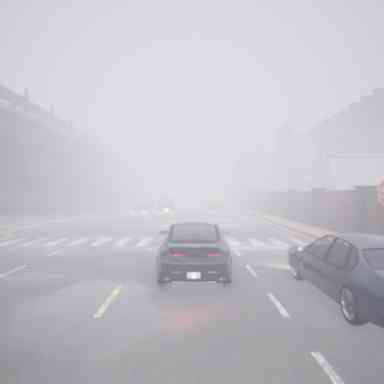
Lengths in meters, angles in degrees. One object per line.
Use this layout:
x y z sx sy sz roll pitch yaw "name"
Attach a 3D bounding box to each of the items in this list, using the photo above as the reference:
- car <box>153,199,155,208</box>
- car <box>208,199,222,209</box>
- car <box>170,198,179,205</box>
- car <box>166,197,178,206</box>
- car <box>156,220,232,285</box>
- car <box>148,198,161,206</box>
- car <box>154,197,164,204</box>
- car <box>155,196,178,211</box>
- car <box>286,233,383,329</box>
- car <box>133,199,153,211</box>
-7.195 1.868 55.751 1.882 1.535 5.008 0 0 -1 "car"
3.554 1.841 51.940 1.882 1.535 5.008 0 0 -1 "car"
-3.957 2.115 75.327 1.895 1.301 4.718 0 0 -1 "car"
-3.817 1.810 65.428 2.097 1.767 4.553 0 0 -1 "car"
0.069 1.576 9.704 1.837 1.490 4.892 0 0 1 "car"
-7.309 2.007 65.708 2.033 1.411 5.357 0 0 0 "car"
-7.469 2.007 75.973 1.882 1.535 5.008 0 0 -1 "car"
-3.531 1.546 46.314 2.150 2.045 5.566 0 0 -1 "car"
3.599 1.598 7.124 2.033 1.411 5.357 0 0 0 "car"
-7.040 1.926 46.373 1.895 1.301 4.718 0 0 -1 "car"
